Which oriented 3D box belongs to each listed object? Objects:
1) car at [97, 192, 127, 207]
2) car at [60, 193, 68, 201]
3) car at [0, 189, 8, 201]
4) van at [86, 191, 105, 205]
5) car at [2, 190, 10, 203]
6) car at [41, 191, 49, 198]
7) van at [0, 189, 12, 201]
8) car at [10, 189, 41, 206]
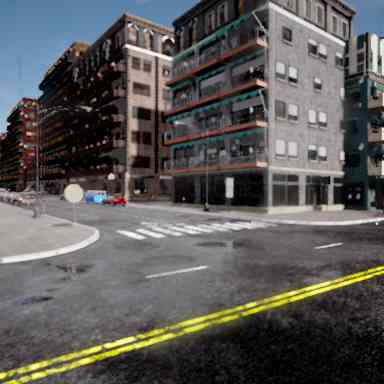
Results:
[{"bbox_3d":[-9.181,1.051,39.277,1.802,1.307,4.206,1,0,-37],"label":"car"},{"bbox_3d":[-19.475,0.654,52.646,1.967,1.590,4.097,1,0,-37],"label":"car"},{"bbox_3d":[-26.175,0.724,47.608,2.008,1.369,4.403,1,0,-37],"label":"car"},{"bbox_3d":[-12.625,0.725,43.721,1.690,1.788,3.998,1,0,-37],"label":"van"},{"bbox_3d":[-22.764,0.809,43.135,2.008,1.369,4.403,1,0,-37],"label":"car"},{"bbox_3d":[-29.712,0.510,66.067,2.008,1.369,4.403,1,0,-37],"label":"car"},{"bbox_3d":[-29.581,0.430,52.082,1.690,1.788,3.998,1,0,-37],"label":"van"},{"bbox_3d":[-19.378,0.783,38.644,1.967,1.590,4.097,1,0,-37],"label":"car"}]
